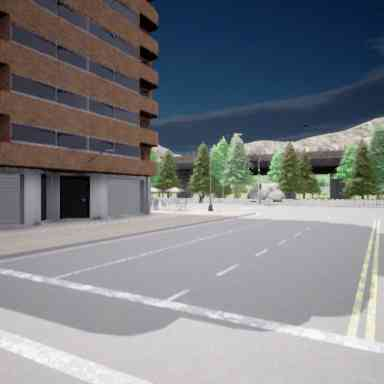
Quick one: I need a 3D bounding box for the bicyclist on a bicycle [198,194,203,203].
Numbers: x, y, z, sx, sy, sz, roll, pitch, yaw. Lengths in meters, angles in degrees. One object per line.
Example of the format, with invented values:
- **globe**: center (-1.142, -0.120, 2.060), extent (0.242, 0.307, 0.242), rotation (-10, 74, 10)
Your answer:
- **bicyclist on a bicycle**: center (1.517, 1.214, 59.797), extent (0.582, 1.620, 1.656), rotation (0, 0, 30)
